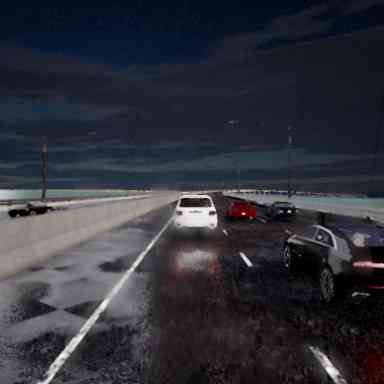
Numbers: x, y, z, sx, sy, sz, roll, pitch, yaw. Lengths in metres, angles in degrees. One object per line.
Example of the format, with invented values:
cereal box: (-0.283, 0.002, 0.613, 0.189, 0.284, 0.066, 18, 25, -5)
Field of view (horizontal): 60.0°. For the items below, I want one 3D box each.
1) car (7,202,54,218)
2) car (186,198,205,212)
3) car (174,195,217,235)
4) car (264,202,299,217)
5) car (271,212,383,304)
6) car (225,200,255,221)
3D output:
car: (-13.896, 1.531, 28.881, 1.895, 1.301, 4.718, 0, 0, 1)
car: (0.383, 1.451, 38.855, 2.033, 1.411, 5.357, 0, 0, 1)
car: (0.159, 1.179, 18.489, 2.150, 2.045, 5.566, 0, 0, 0)
car: (7.242, 1.482, 27.152, 2.033, 1.411, 5.357, 0, 0, 1)
car: (3.618, 1.474, 8.062, 2.128, 1.511, 4.902, 0, 0, 0)
car: (3.737, 1.414, 26.421, 1.882, 1.535, 5.008, 0, 0, 1)
